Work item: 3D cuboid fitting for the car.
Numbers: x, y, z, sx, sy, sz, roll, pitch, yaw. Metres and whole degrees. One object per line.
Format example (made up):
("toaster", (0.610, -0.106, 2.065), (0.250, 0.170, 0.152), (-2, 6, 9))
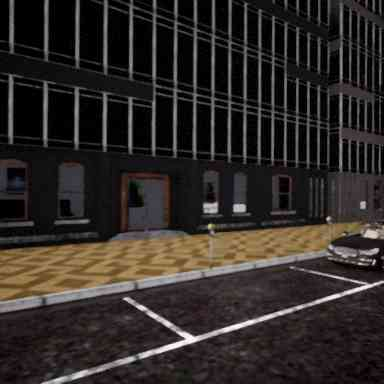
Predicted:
("car", (6.267, 1.661, 11.034), (4.403, 1.369, 2.008), (1, 0, -36))
